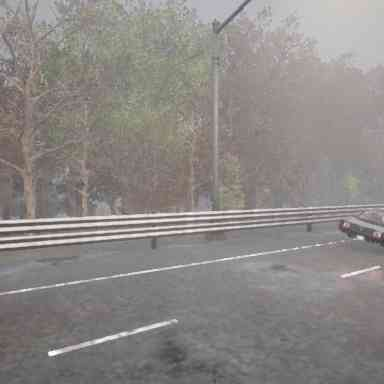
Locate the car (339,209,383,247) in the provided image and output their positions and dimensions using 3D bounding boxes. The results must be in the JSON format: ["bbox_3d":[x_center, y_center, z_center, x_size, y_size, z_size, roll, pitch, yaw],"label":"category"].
[{"bbox_3d":[8.259,1.448,13.862,4.718,1.301,1.895,0,12,-35],"label":"car"}]
